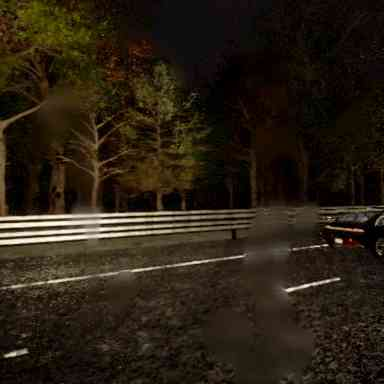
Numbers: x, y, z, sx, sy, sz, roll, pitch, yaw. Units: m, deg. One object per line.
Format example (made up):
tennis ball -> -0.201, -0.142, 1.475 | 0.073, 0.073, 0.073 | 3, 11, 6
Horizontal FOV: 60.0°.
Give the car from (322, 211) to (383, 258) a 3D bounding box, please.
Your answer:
car -> 7.146, 1.512, 12.933 | 4.902, 1.511, 2.128 | 0, 0, -33
